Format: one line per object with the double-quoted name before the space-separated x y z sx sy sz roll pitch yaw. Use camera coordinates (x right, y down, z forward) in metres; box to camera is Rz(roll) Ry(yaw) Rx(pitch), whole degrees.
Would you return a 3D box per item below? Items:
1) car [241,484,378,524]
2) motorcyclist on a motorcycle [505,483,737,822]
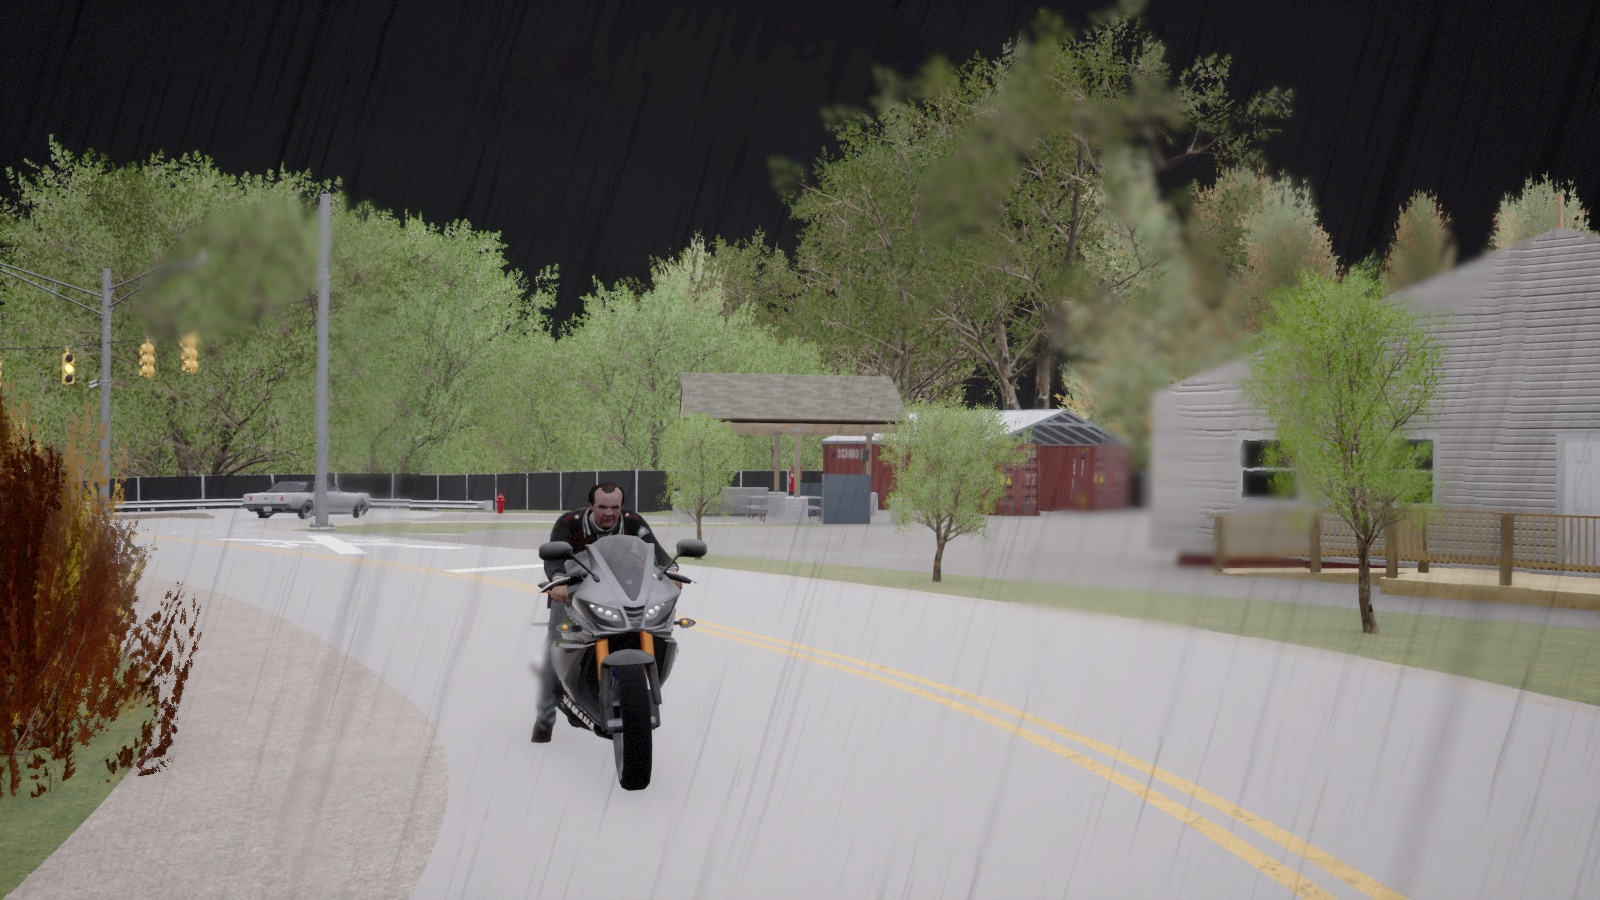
"car" -16.827 1.870 43.342 1.895 1.301 4.718 -1 -2 16
"motorcyclist on a motorcycle" -1.077 0.965 6.969 0.866 1.530 2.191 0 -1 -19
